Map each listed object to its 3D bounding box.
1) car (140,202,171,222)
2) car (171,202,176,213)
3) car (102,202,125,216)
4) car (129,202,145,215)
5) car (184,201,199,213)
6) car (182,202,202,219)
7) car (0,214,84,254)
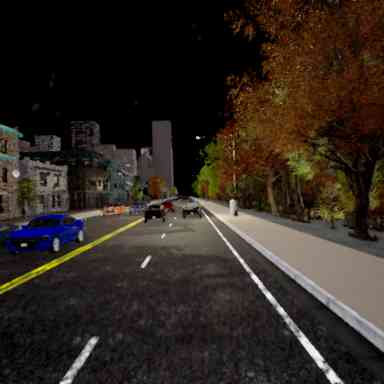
[{"bbox_3d":[-3.229,1.908,30.439,1.837,1.490,4.892,-2,0,0],"label":"car"},{"bbox_3d":[-3.311,2.087,45.820,1.812,1.442,4.674,-2,0,0],"label":"car"},{"bbox_3d":[-9.891,2.116,42.283,2.097,1.767,4.553,-2,-1,0],"label":"car"},{"bbox_3d":[-6.643,2.024,42.302,2.097,1.767,4.553,-2,-1,0],"label":"car"},{"bbox_3d":[-0.061,2.035,45.856,1.994,1.385,4.181,-2,0,0],"label":"car"},{"bbox_3d":[0.001,1.840,34.011,2.128,1.511,4.902,-2,-1,0],"label":"car"},{"bbox_3d":[-6.591,1.823,15.523,1.882,1.535,5.008,-2,-1,0],"label":"car"}]
